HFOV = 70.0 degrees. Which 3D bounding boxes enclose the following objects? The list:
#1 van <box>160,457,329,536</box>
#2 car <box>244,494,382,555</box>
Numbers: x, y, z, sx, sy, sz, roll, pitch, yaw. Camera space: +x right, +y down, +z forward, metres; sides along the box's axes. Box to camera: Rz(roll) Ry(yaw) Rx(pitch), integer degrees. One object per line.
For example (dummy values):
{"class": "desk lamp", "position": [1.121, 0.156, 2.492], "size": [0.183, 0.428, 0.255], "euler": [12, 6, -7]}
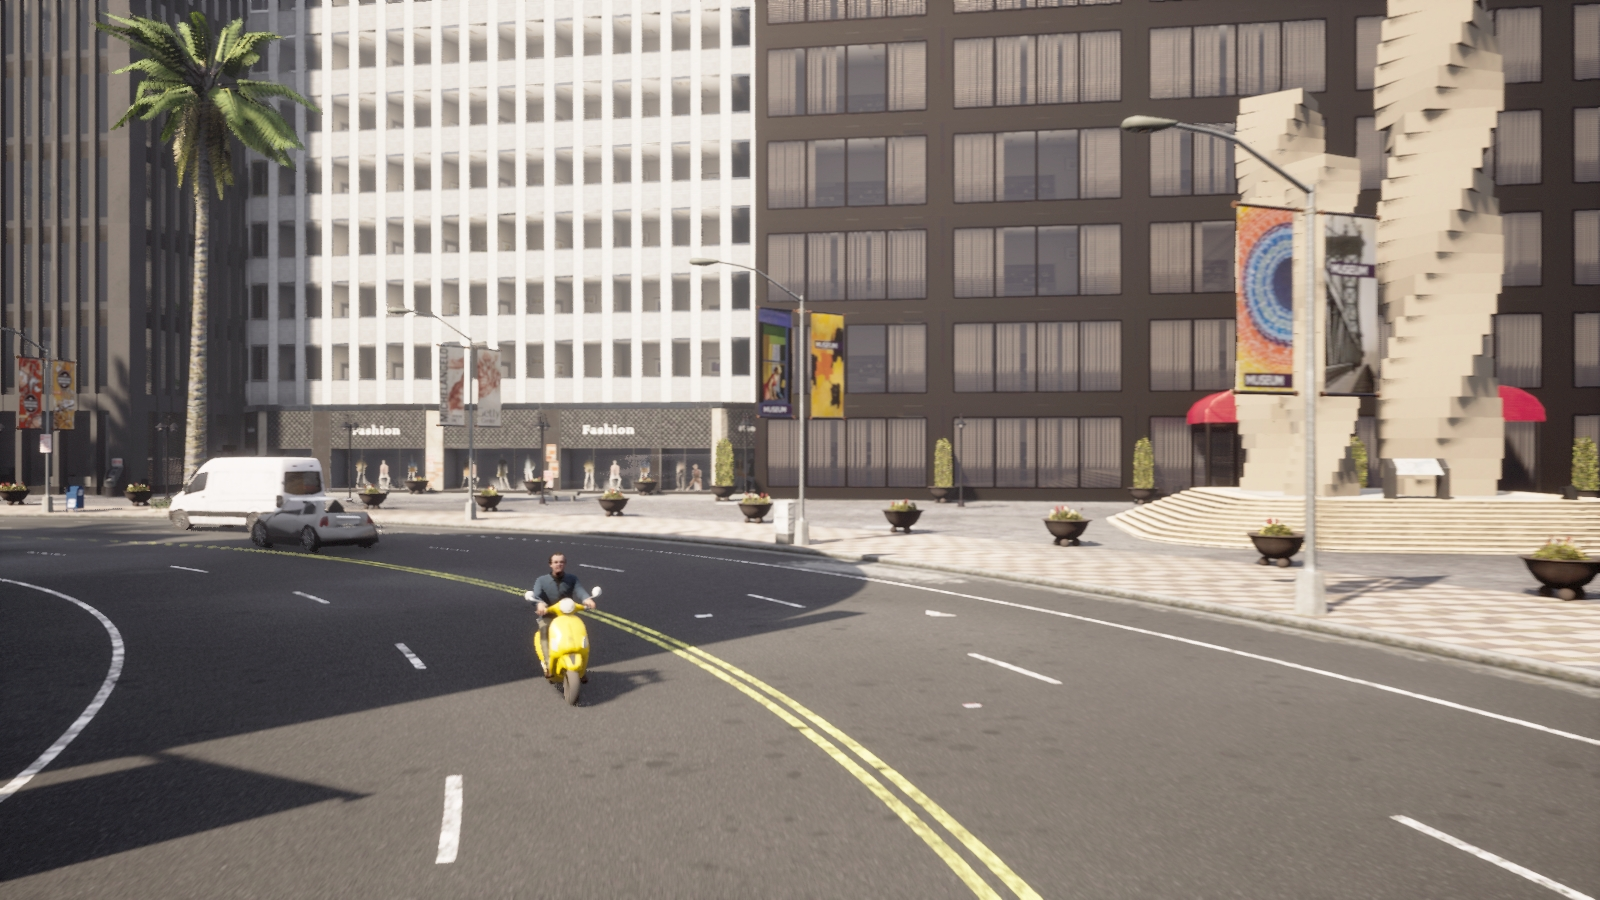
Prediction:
{"class": "van", "position": [-19.303, 1.543, 39.625], "size": [5.915, 2.561, 1.988], "euler": [0, -1, 25]}
{"class": "car", "position": [-13.887, 2.071, 32.550], "size": [3.806, 1.475, 1.970], "euler": [0, 0, 37]}
